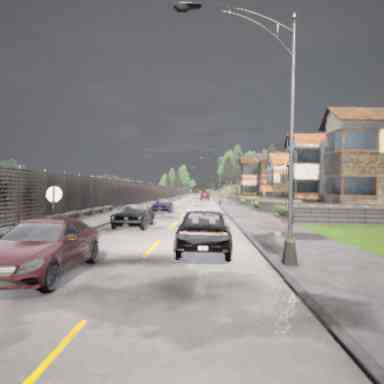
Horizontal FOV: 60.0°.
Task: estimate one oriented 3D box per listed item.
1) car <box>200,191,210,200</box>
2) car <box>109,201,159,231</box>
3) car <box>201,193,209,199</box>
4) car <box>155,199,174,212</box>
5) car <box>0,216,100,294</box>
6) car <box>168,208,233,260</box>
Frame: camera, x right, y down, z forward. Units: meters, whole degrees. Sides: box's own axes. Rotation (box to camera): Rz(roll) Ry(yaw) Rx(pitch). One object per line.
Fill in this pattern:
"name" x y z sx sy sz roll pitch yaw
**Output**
"car" 3.061 0.873 78.721 2.150 2.045 5.566 1 0 2
"car" -3.382 1.433 19.664 1.895 1.301 4.718 1 0 2
"car" 3.467 1.048 89.103 1.994 1.385 4.181 1 0 2
"car" -2.847 1.377 32.448 1.895 1.301 4.718 1 0 3
"car" -3.797 1.408 8.662 1.812 1.442 4.674 1 0 2
"car" 0.426 1.436 12.209 2.128 1.511 4.902 1 0 2
